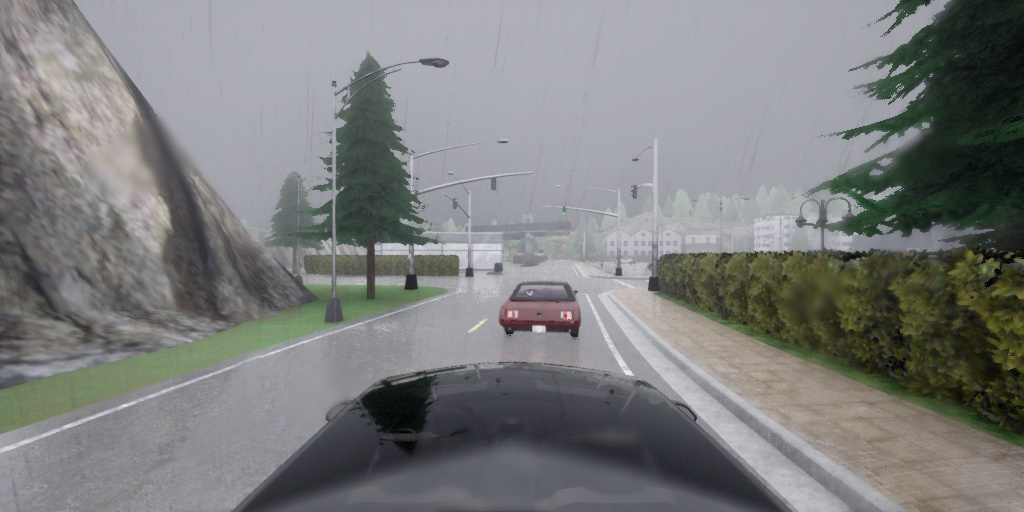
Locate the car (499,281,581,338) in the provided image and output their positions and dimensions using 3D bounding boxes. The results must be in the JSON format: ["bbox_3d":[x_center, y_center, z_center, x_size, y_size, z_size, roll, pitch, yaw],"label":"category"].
[{"bbox_3d":[0.939,1.351,10.267,1.895,1.301,4.718,0,0,8],"label":"car"}]
